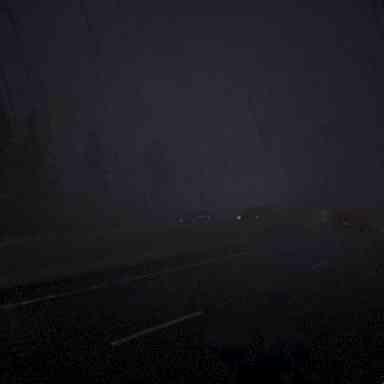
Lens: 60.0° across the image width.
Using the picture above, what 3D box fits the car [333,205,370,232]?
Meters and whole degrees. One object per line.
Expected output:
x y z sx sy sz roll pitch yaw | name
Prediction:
11.388 1.899 23.707 1.882 1.535 5.008 -2 -2 34 | car

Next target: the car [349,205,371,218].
19.276 2.218 38.217 1.994 1.385 4.181 -2 -2 24 | car

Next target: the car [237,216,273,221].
5.433 2.009 27.695 2.097 1.767 4.553 -2 -2 33 | car
